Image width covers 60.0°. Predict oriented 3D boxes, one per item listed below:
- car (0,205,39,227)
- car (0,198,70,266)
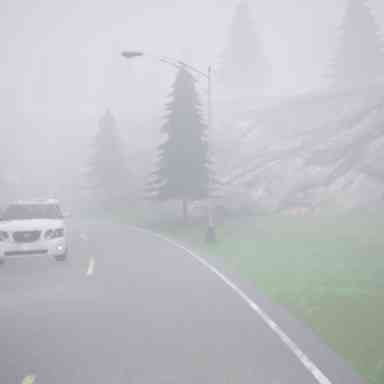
[{"bbox_3d":[-13.198,1.713,24.684,4.181,1.385,1.994,-1,0,44],"label":"car"},{"bbox_3d":[-5.782,1.284,12.339,2.150,2.045,5.566,0,0,-20],"label":"car"}]
